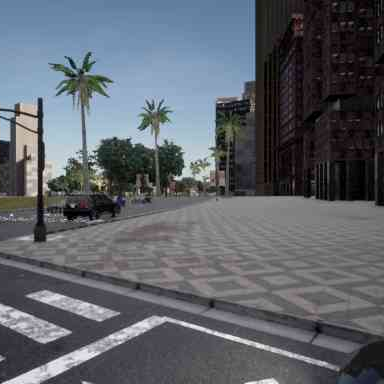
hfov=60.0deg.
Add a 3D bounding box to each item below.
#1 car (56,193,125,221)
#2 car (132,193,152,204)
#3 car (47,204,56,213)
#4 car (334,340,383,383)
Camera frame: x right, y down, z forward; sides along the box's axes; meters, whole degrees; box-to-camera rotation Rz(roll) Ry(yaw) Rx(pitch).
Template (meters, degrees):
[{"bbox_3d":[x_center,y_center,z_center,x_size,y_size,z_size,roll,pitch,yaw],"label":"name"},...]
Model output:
[{"bbox_3d":[-7.677,1.095,25.937,2.150,2.045,5.566,0,0,15],"label":"car"},{"bbox_3d":[-8.087,0.994,53.670,2.097,1.767,4.553,0,1,11],"label":"car"},{"bbox_3d":[-12.444,1.362,34.196,2.033,1.411,5.357,0,0,14],"label":"car"},{"bbox_3d":[3.181,1.505,1.441,4.892,1.490,1.837,0,0,34],"label":"car"}]
